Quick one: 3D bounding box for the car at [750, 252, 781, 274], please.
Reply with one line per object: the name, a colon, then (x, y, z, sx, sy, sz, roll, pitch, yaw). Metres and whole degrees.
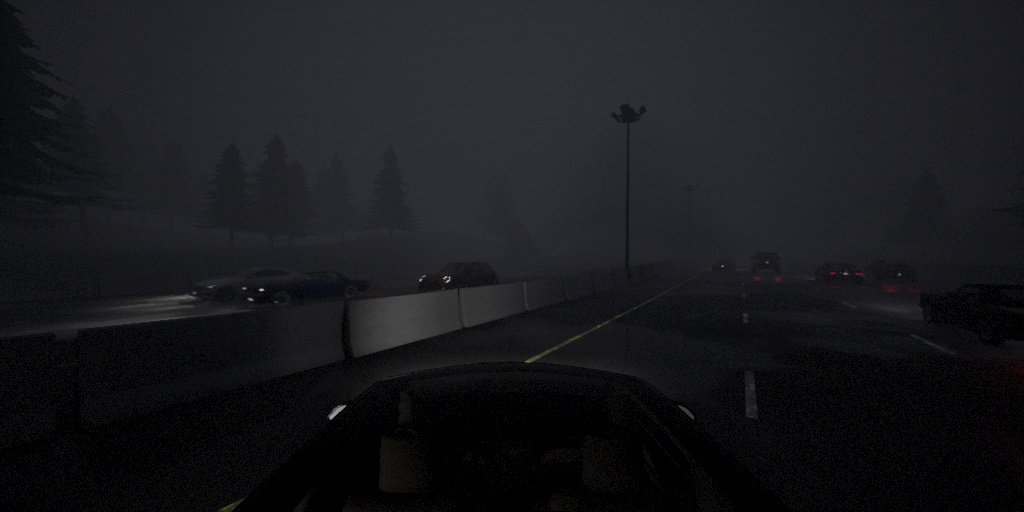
car: (24.468, 0.625, 34.619, 2.150, 2.045, 5.566, 0, 1, 32)

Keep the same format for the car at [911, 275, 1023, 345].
car: (12.021, 1.331, 8.658, 1.895, 1.301, 4.718, 0, 0, 33)

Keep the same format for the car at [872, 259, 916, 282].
car: (27.338, 0.995, 26.116, 2.128, 1.511, 4.902, 0, 1, 33)

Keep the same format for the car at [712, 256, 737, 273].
car: (21.888, 0.953, 37.086, 1.994, 1.385, 4.181, 0, 1, 33)

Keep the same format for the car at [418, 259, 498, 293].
car: (-2.667, 1.068, 18.540, 2.097, 1.767, 4.553, 0, 0, 33)

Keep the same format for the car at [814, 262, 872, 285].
car: (22.059, 1.108, 24.350, 2.033, 1.411, 5.357, 0, 1, 33)

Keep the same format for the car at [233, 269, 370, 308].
car: (-8.759, 1.336, 15.513, 1.895, 1.301, 4.718, 0, 0, 33)

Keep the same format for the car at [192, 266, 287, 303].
car: (-12.002, 1.260, 16.937, 1.812, 1.442, 4.674, 0, 0, 33)
